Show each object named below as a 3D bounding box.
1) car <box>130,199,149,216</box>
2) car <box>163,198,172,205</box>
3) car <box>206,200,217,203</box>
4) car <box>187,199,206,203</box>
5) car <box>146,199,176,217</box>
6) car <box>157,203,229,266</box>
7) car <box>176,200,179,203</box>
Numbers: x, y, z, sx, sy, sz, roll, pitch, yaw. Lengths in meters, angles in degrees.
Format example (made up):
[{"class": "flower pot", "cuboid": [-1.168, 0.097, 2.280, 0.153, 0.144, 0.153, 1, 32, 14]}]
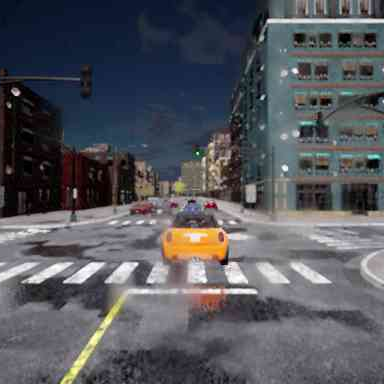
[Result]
[{"class": "car", "cuboid": [-5.756, 1.830, 36.929, 1.887, 1.381, 4.507, 1, 0, 0]}, {"class": "car", "cuboid": [-5.684, 2.174, 76.730, 1.802, 1.307, 4.206, 1, 0, 0]}, {"class": "car", "cuboid": [2.701, 1.813, 48.360, 1.967, 1.590, 4.097, 1, 0, 0]}, {"class": "car", "cuboid": [0.096, 1.823, 35.662, 2.033, 1.411, 5.357, 0, 0, 0]}, {"class": "car", "cuboid": [-3.096, 1.757, 34.487, 2.128, 1.511, 4.902, 0, 0, 0]}, {"class": "car", "cuboid": [0.098, 1.447, 12.108, 2.097, 1.767, 4.553, 0, 0, 0]}, {"class": "car", "cuboid": [-3.051, 2.018, 54.107, 1.895, 1.301, 4.718, 0, 0, 1]}]
